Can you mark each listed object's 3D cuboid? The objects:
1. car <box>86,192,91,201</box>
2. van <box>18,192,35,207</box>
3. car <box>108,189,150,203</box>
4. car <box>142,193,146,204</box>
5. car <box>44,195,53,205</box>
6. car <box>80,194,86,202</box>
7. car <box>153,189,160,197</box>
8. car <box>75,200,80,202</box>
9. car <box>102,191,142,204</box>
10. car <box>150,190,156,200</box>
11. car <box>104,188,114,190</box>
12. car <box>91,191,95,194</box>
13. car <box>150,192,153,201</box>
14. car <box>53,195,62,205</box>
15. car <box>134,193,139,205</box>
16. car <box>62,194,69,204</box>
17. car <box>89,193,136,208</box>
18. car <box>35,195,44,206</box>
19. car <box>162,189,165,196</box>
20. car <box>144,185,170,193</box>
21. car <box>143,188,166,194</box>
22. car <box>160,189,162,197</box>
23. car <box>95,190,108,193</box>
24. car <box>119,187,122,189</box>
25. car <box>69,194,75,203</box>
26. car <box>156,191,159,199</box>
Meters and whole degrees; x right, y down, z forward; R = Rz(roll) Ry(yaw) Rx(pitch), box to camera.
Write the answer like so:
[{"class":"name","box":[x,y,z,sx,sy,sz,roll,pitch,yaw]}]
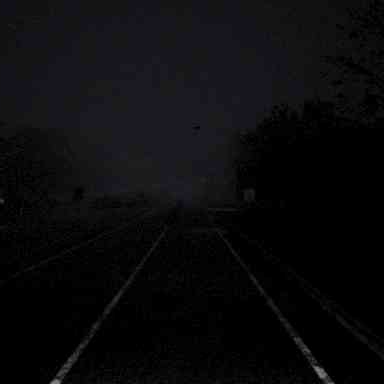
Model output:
[{"class":"car","box":[-23.008,1.113,64.655,5.008,1.535,2.097,0,1,0]},{"class":"van","box":[-23.060,0.995,42.461,4.442,1.987,1.878,1,0,0]},{"class":"car","box":[-10.048,0.993,53.584,5.566,2.045,2.435,0,0,0]},{"class":"car","box":[-10.036,1.251,50.791,5.008,1.535,2.097,0,0,0]},{"class":"car","box":[-23.147,1.280,47.919,4.674,1.452,2.002,0,0,0]},{"class":"car","box":[-23.030,1.160,61.865,5.008,1.535,2.097,0,1,0]},{"class":"car","box":[-9.898,0.798,73.091,4.553,1.767,2.185,0,2,0]},{"class":"car","box":[-23.028,1.228,59.075,4.792,1.488,2.163,0,1,0]},{"class":"car","box":[-10.094,1.122,48.012,4.553,1.767,2.185,0,0,0]},{"class":"car","box":[-9.901,0.991,64.732,4.553,1.767,2.185,0,1,0]},{"class":"car","box":[-22.910,0.400,81.370,5.566,2.045,2.435,0,2,0]},{"class":"car","box":[-22.984,1.056,67.572,4.892,1.521,2.231,0,1,0]},{"class":"car","box":[-9.947,1.233,59.153,4.792,1.488,2.163,0,1,0]},{"class":"car","box":[-23.150,1.273,50.832,4.792,1.488,2.163,0,0,0]},{"class":"car","box":[-10.114,1.267,45.226,4.792,1.488,2.163,0,0,0]},{"class":"car","box":[-23.285,1.235,53.625,5.366,1.575,1.946,0,0,0]},{"class":"car","box":[-10.077,1.256,42.442,4.792,1.488,2.163,0,0,0]},{"class":"car","box":[-23.168,1.270,45.135,4.674,1.452,2.002,0,0,0]},{"class":"car","box":[-9.795,0.651,81.447,5.008,1.535,2.097,0,2,0]},{"class":"car","box":[-9.742,-0.072,92.571,5.566,2.045,2.435,0,3,0]},{"class":"car","box":[-9.774,0.544,84.234,5.008,1.535,2.097,0,2,0]},{"class":"car","box":[-9.876,0.716,75.870,4.553,1.767,2.185,0,2,0]},{"class":"car","box":[-22.740,0.836,75.803,5.366,1.575,1.946,0,2,0]},{"class":"car","box":[-22.979,0.171,92.646,5.366,1.575,1.946,0,3,0]},{"class":"car","box":[-23.263,1.219,56.420,5.366,1.575,1.946,0,0,0]},{"class":"car","box":[-9.918,1.026,70.309,4.792,1.488,2.163,0,1,0]}]
